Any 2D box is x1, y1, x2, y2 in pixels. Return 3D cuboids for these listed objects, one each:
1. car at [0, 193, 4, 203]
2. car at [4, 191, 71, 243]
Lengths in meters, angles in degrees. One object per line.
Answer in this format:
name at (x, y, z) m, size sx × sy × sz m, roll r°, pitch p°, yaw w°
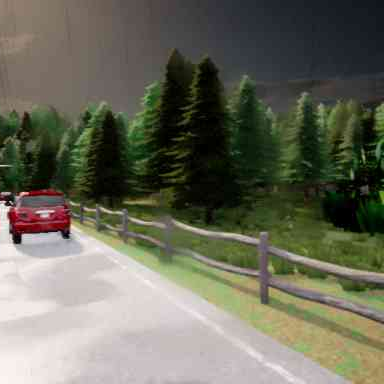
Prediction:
car at (-27.983, 0.856, 50.042) m, size 1.837 × 1.490 × 4.892 m, roll -2°, pitch 1°, yaw -32°
car at (-7.035, 0.984, 15.098) m, size 2.150 × 2.045 × 5.566 m, roll -2°, pitch 2°, yaw -31°
